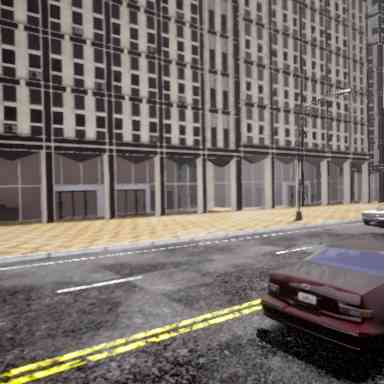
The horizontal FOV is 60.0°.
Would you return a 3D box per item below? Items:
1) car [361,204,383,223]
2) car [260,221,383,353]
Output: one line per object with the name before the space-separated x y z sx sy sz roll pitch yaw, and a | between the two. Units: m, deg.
car | 12.447 1.359 20.553 4.718 1.301 1.895 -1 0 -35
car | 3.624 1.478 6.029 5.357 1.411 2.033 -1 0 -36
